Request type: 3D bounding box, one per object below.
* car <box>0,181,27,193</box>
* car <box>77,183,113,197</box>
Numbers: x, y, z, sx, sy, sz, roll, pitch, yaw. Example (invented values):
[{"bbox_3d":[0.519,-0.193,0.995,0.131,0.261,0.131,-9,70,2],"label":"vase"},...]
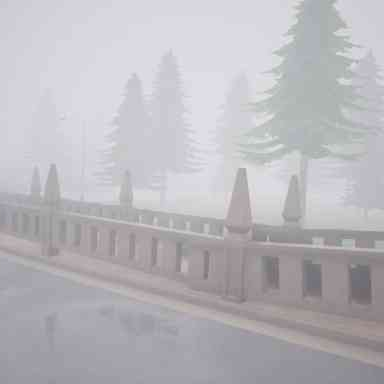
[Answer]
[{"bbox_3d":[-21.248,-0.473,37.408,1.882,1.535,5.008,4,3,37],"label":"car"},{"bbox_3d":[-12.419,-0.363,43.048,2.097,1.767,4.553,4,3,37],"label":"car"}]
